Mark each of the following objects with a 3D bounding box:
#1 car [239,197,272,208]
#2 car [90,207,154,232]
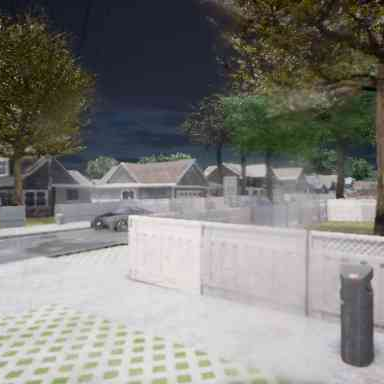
[{"bbox_3d":[6.846,1.284,35.623,2.097,1.767,4.553,-1,0,36],"label":"car"},{"bbox_3d":[-4.087,1.588,20.298,1.994,1.385,4.181,-1,0,36],"label":"car"}]
